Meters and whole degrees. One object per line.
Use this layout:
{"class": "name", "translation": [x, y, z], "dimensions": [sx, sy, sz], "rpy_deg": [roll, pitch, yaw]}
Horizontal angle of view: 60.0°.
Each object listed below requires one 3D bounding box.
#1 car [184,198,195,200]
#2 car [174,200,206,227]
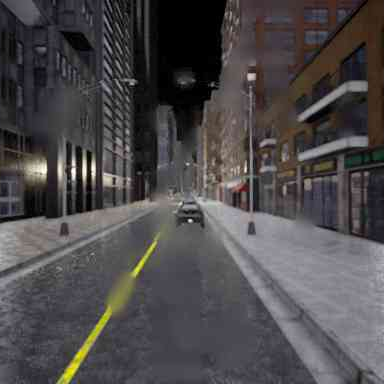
{"class": "car", "translation": [-0.314, 1.517, 40.739], "dimensions": [2.128, 1.511, 4.902], "rpy_deg": [0, 0, -1]}
{"class": "car", "translation": [-0.130, 1.518, 22.830], "dimensions": [1.837, 1.490, 4.892], "rpy_deg": [0, 0, 0]}
